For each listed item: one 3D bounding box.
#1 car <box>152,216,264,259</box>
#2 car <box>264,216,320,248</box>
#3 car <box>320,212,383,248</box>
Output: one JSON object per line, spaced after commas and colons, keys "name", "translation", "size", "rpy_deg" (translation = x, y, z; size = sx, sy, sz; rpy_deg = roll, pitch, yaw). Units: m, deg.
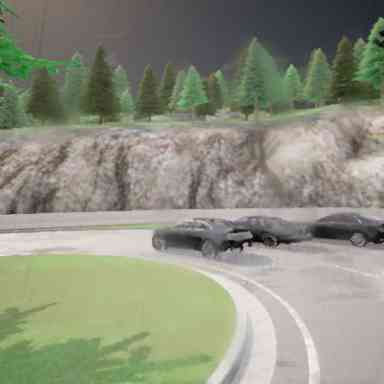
{"name": "car", "translation": [0.267, 1.838, 14.153], "size": [4.902, 1.511, 2.128], "rpy_deg": [-2, -2, 45]}
{"name": "car", "translation": [3.172, 1.901, 16.627], "size": [5.357, 1.411, 2.033], "rpy_deg": [-2, -2, 42]}
{"name": "car", "translation": [7.414, 1.779, 16.538], "size": [1.837, 1.490, 4.892], "rpy_deg": [2, -3, -33]}
